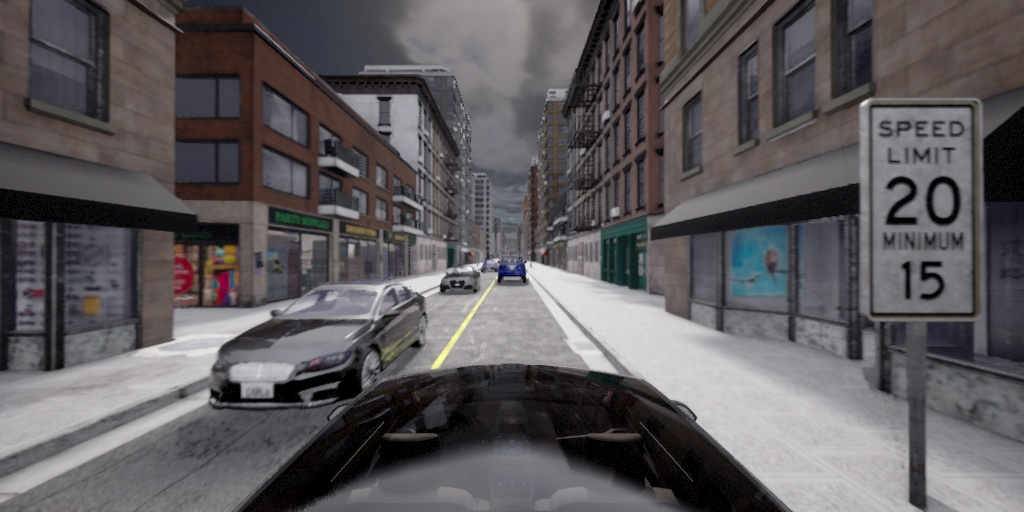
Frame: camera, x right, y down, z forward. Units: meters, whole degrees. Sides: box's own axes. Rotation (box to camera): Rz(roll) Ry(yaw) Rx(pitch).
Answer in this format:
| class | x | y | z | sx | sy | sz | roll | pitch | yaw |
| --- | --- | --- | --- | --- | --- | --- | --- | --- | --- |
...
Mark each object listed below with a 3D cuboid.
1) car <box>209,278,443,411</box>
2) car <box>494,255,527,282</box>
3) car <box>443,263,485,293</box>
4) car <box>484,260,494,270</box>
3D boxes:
| class | x | y | z | sx | sy | sz | roll | pitch | yaw |
| --- | --- | --- | --- | --- | --- | --- | --- | --- | --- |
| car | -2.845 | 1.235 | 6.460 | 2.128 | 1.511 | 4.902 | 0 | 0 | 0 |
| car | 0.023 | 0.941 | 28.302 | 2.150 | 2.045 | 5.566 | 0 | 1 | 0 |
| car | -2.837 | 1.289 | 20.525 | 1.994 | 1.385 | 4.181 | 0 | 0 | 0 |
| car | -2.744 | 1.227 | 44.620 | 1.812 | 1.442 | 4.674 | 0 | 0 | 0 |
